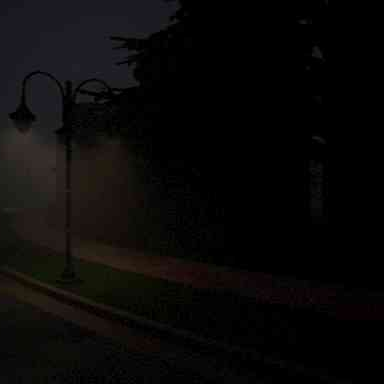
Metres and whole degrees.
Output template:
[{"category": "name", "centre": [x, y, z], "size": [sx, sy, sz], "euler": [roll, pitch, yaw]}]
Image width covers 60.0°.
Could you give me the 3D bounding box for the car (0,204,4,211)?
[{"category": "car", "centre": [-22.054, 1.543, 35.703], "size": [1.895, 1.301, 4.718], "euler": [0, 0, -6]}]
